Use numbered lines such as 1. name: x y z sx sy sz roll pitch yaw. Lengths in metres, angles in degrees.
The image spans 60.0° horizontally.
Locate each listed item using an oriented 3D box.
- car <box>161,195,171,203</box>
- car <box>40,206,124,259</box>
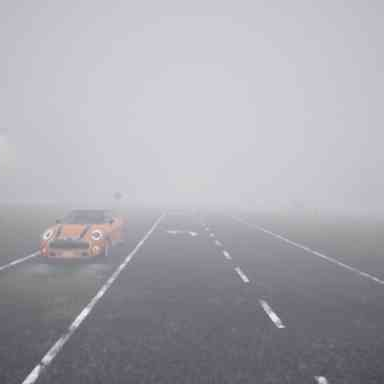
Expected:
1. car: -6.418 1.656 82.107 2.150 2.045 5.566 0 0 -2
2. car: -3.969 1.391 12.747 2.097 1.767 4.553 0 0 -2
